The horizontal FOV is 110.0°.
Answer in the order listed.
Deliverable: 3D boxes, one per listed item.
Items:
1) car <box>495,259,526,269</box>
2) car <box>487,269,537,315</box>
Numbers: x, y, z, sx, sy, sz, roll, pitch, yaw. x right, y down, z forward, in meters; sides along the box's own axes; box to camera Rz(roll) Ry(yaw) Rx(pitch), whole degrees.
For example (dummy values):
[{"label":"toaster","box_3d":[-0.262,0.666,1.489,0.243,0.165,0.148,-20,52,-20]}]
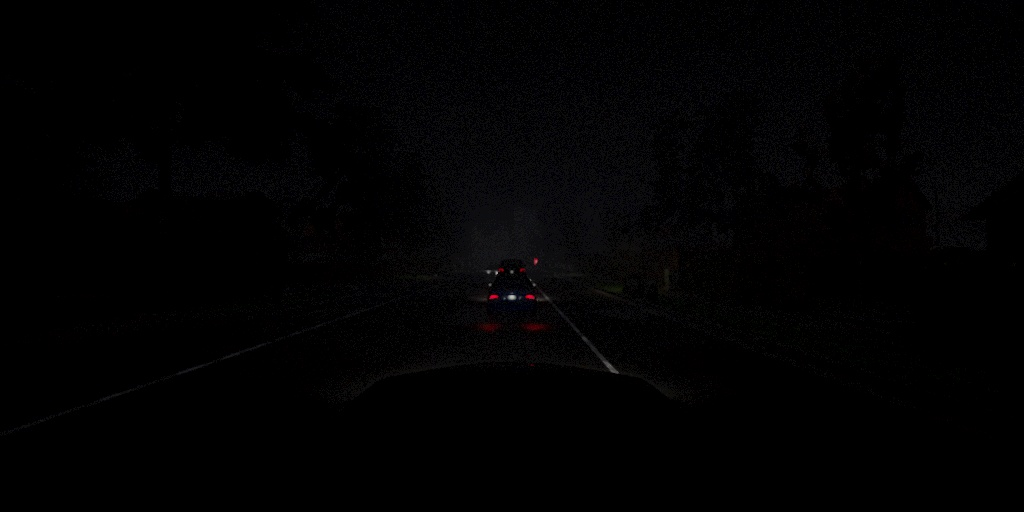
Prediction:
[{"label":"car","box_3d":[-0.002,1.278,29.420,2.150,2.045,5.566,0,0,0]},{"label":"car","box_3d":[0.003,1.436,14.337,2.033,1.411,5.357,0,-1,0]}]
